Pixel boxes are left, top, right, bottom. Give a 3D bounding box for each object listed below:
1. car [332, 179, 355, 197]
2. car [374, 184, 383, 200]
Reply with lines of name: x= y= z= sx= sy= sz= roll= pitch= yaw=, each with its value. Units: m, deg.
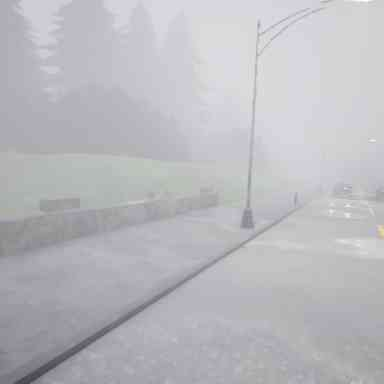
car: x=16.248 y=-0.334 z=35.848 sx=1.837 sy=1.490 sz=4.892 roll=5 pitch=5 yaw=25
car: x=19.569 y=0.002 z=33.400 sx=1.837 sy=1.490 sz=4.892 roll=5 pitch=5 yaw=26
